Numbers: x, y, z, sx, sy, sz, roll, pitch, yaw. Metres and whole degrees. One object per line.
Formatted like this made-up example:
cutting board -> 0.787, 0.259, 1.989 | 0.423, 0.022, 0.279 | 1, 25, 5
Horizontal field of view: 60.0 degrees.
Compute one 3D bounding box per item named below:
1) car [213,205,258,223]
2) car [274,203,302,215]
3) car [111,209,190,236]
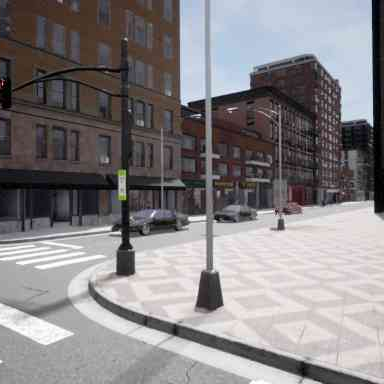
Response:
car -> 3.815, 1.795, 28.452 | 2.033, 1.411, 5.357 | -1, -1, 35
car -> 11.224, 1.951, 38.715 | 1.895, 1.301, 4.718 | -1, -1, 36
car -> -2.270, 1.708, 19.986 | 2.033, 1.411, 5.357 | -1, -1, 36
